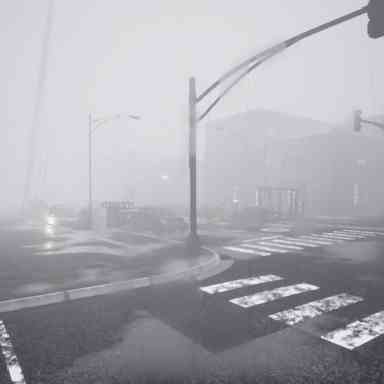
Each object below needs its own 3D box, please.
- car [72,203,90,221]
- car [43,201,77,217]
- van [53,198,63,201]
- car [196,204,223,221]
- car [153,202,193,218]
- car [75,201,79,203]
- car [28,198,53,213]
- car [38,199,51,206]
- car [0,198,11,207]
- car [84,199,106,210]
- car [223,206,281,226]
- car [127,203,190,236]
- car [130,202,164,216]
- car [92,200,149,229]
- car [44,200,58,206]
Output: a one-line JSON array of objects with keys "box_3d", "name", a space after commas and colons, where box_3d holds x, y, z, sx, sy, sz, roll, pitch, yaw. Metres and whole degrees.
[{"box_3d": [-8.688, 1.919, 29.419, 2.008, 1.369, 4.403, -1, 0, -36], "name": "car"}, {"box_3d": [-15.382, 2.053, 38.532, 2.008, 1.369, 4.403, -1, 0, -36], "name": "car"}, {"box_3d": [-28.721, 2.174, 70.790, 1.690, 1.788, 3.998, -1, 0, -36], "name": "van"}, {"box_3d": [1.303, 1.753, 29.916, 1.752, 1.417, 4.829, -1, 0, -36], "name": "car"}, {"box_3d": [-2.044, 1.821, 34.473, 1.752, 1.417, 4.829, -1, 0, -36], "name": "car"}, {"box_3d": [-22.022, 2.280, 61.677, 1.802, 1.307, 4.206, -1, 0, -36], "name": "car"}, {"box_3d": [-22.080, 1.952, 47.645, 2.192, 1.841, 5.009, -1, 0, -36], "name": "car"}, {"box_3d": [-35.510, 2.495, 80.041, 1.752, 1.417, 4.829, -1, 0, -36], "name": "car"}, {"box_3d": [-42.194, 2.358, 74.961, 2.192, 1.841, 5.009, -1, 0, -36], "name": "car"}, {"box_3d": [-15.333, 2.003, 52.563, 1.967, 1.590, 4.097, -1, 0, -36], "name": "car"}, {"box_3d": [4.751, 1.725, 25.222, 1.947, 1.339, 4.313, -1, 0, -36], "name": "car"}, {"box_3d": [-1.997, 1.674, 20.305, 1.967, 1.590, 4.097, -1, 0, -36], "name": "car"}, {"box_3d": [-5.290, 1.911, 38.893, 2.008, 1.369, 4.403, -1, 0, -36], "name": "car"}, {"box_3d": [-5.346, 1.616, 24.862, 2.192, 1.841, 5.009, -1, 0, -36], "name": "car"}, {"box_3d": [-32.062, 2.445, 75.347, 1.887, 1.381, 4.507, -1, 0, -36], "name": "car"}]
